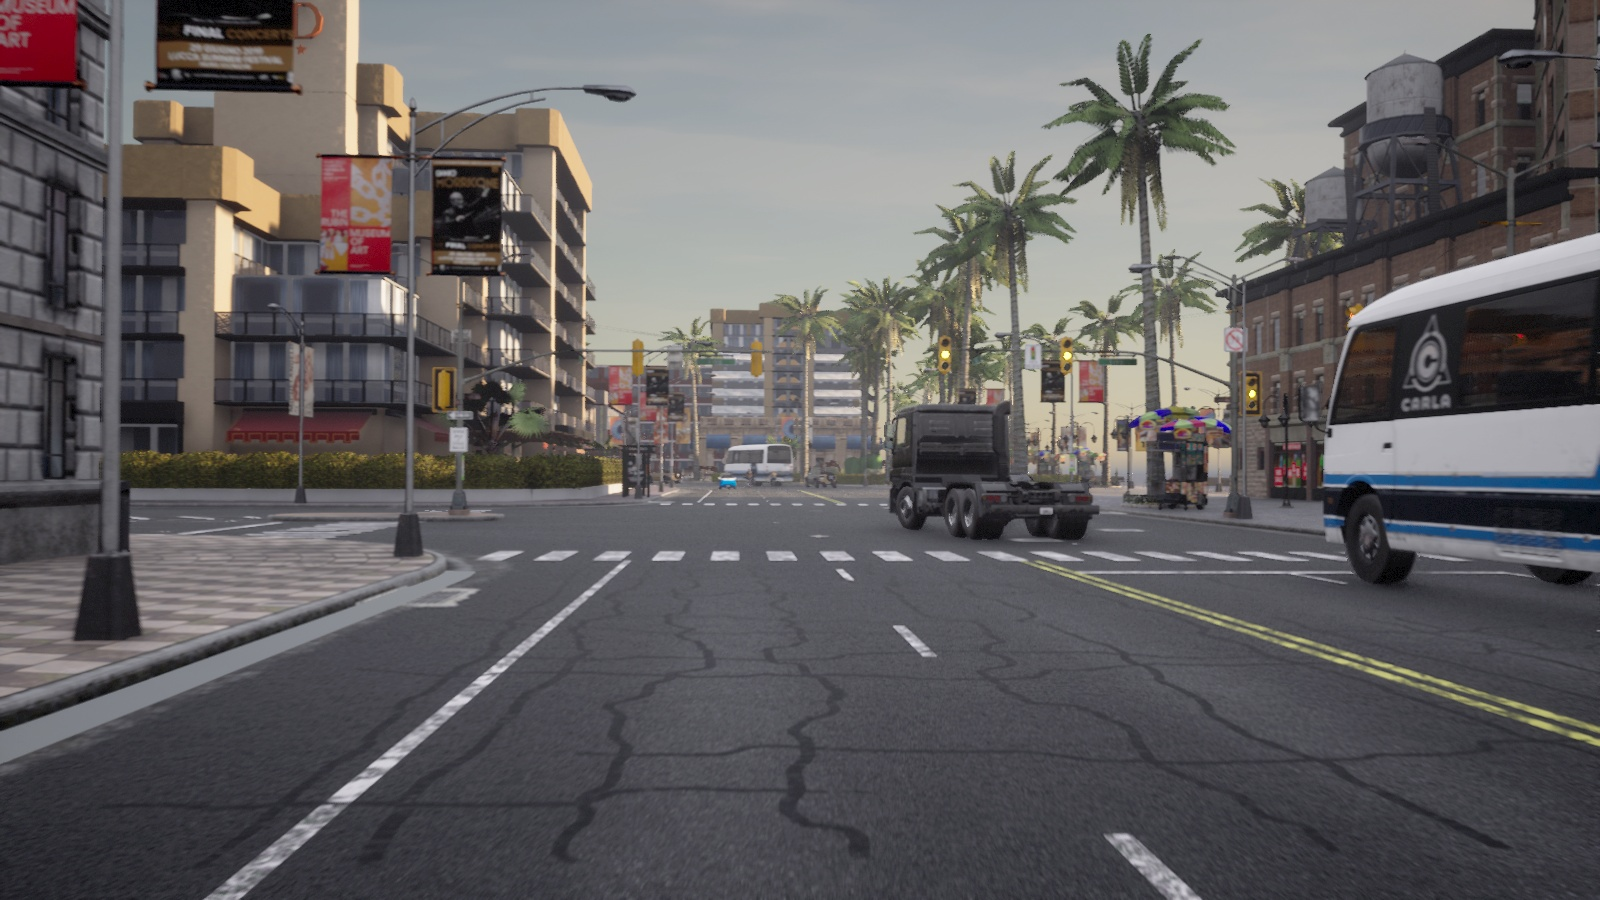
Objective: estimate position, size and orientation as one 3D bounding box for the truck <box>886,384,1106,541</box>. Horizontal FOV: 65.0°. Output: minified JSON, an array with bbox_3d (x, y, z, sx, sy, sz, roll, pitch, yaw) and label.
[{"bbox_3d":[4.657,0.347,31.876,2.891,3.462,7.936,0,-1,-12],"label":"truck"}]

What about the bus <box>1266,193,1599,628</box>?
[{"bbox_3d":[9.664,-0.349,14.946,3.944,4.253,10.273,0,-1,-3],"label":"bus"}]

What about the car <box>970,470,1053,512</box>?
[{"bbox_3d":[8.012,1.544,48.014,2.128,1.511,4.902,0,-1,-3],"label":"car"}]
